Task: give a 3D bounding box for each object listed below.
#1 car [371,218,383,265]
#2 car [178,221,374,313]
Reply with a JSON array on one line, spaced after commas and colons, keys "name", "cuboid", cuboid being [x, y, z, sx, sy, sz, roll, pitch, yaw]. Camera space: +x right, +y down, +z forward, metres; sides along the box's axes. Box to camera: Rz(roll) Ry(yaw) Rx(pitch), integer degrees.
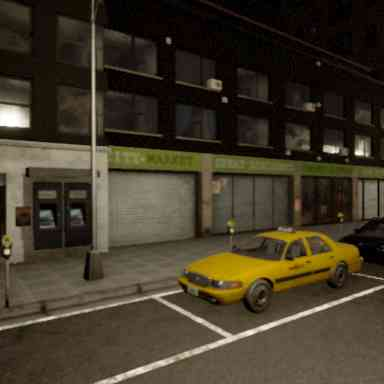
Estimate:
[{"name": "car", "cuboid": [6.534, 1.525, 10.809, 4.313, 1.339, 1.947, 0, 0, -35]}, {"name": "car", "cuboid": [1.980, 1.504, 7.580, 4.829, 1.417, 1.752, 0, 0, -35]}]
